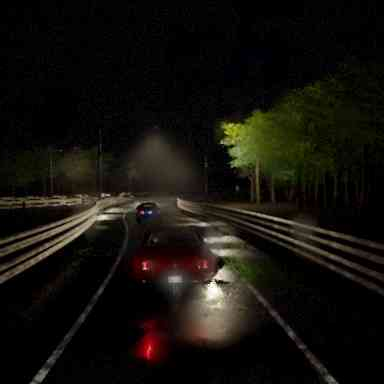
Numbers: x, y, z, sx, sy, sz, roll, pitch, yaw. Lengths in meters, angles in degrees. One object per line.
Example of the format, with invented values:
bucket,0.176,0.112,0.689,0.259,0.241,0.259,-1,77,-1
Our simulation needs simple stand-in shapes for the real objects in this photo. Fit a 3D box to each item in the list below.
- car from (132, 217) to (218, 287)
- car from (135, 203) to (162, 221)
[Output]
car,-0.582,1.613,9.424,1.895,1.301,4.718,0,0,-6
car,-3.563,1.554,26.834,2.033,1.411,5.357,0,0,-12
